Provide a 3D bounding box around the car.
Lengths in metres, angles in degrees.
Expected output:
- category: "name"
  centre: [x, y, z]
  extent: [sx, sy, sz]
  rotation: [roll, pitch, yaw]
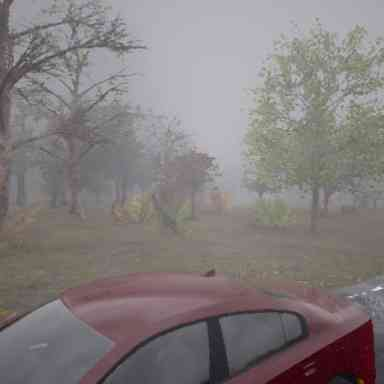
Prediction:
- category: "car"
  centre: [-0.500, 1.485, 2.602]
  extent: [5.008, 1.535, 1.882]
  rotation: [1, 0, -36]
